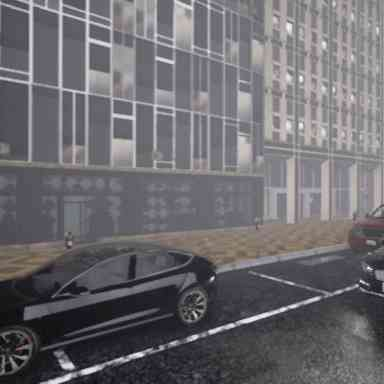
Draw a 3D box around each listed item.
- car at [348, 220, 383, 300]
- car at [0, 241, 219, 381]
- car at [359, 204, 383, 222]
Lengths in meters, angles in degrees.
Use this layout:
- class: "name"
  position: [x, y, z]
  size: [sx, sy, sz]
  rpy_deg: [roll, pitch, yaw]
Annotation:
- class: "car"
  position: [5.607, 1.475, 7.376]
  size: [4.902, 1.511, 2.128]
  rpy_deg: [0, 0, -35]
- class: "car"
  position: [-1.490, 1.562, 5.491]
  size: [4.313, 1.339, 1.947]
  rpy_deg: [0, 0, -35]
- class: "car"
  position: [7.775, 1.292, 12.096]
  size: [5.009, 1.841, 2.192]
  rpy_deg: [0, 0, -35]
